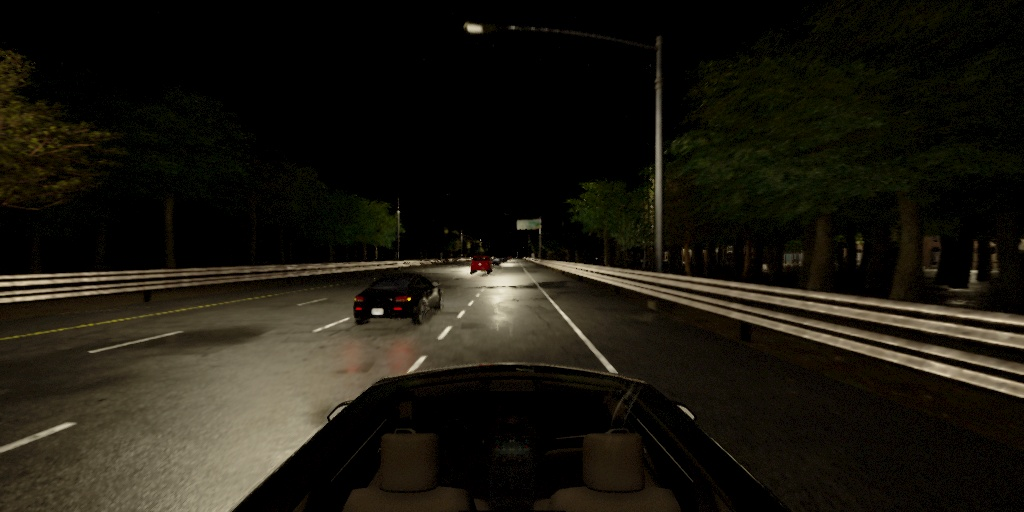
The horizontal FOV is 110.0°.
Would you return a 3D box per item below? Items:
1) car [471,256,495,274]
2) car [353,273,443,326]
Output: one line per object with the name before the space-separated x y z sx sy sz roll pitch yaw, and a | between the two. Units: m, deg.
car | -3.414 1.001 40.853 2.150 2.045 5.566 0 0 0
car | -3.494 1.282 11.634 1.812 1.442 4.674 0 0 0
